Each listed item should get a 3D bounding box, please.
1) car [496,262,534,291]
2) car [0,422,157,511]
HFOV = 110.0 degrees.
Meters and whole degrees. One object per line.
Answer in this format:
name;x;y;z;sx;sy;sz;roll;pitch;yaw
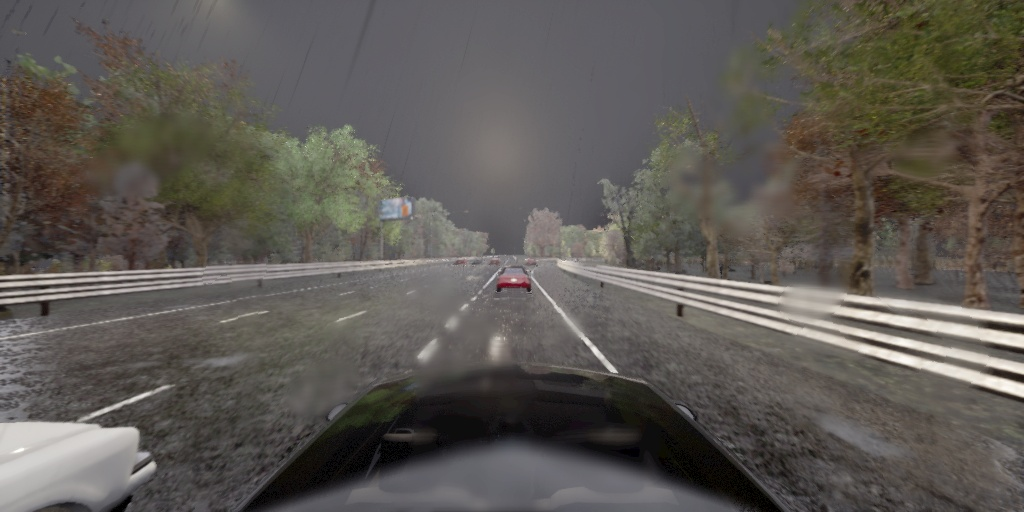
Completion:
car;0.118;1.285;21.601;1.994;1.385;4.181;0;0;0
car;-3.399;1.353;0.293;1.895;1.301;4.718;0;0;0
